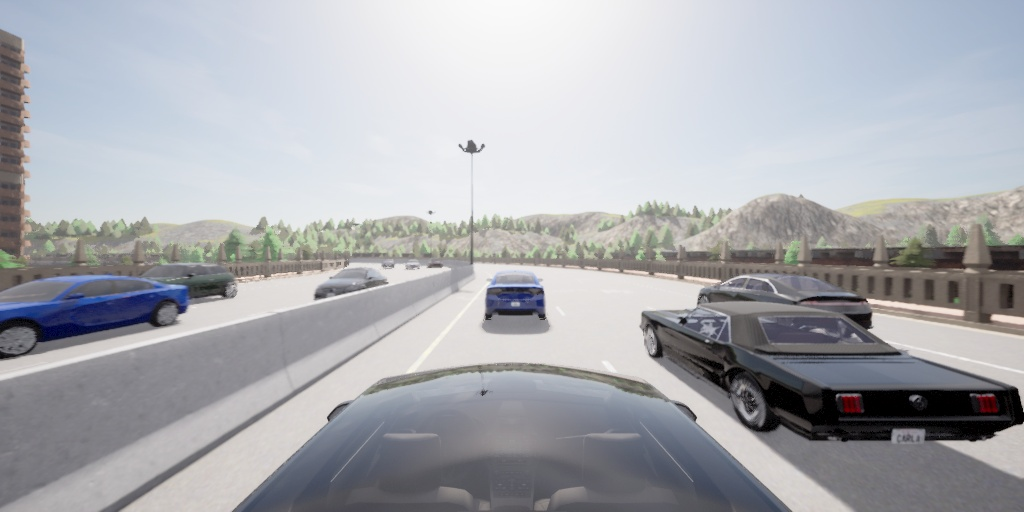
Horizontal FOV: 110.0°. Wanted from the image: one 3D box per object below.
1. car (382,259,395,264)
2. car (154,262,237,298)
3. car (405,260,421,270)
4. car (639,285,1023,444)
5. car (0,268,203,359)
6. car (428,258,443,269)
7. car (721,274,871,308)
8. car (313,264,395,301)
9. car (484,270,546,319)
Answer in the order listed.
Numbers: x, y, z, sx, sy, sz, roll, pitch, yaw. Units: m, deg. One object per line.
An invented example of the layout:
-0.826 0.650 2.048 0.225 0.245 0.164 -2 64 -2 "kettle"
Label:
-19.471 1.205 56.586 2.128 1.511 4.902 0 0 -19 "car"
-14.112 1.093 15.108 2.097 1.767 4.553 0 0 0 "car"
-14.386 1.242 52.231 1.812 1.442 4.674 0 0 -16 "car"
3.599 1.348 5.473 1.895 1.301 4.718 0 0 0 "car"
-10.602 1.223 8.624 1.882 1.535 5.008 0 0 0 "car"
-12.180 1.065 56.931 2.097 1.767 4.553 0 0 -18 "car"
7.099 1.236 10.046 2.128 1.511 4.902 0 0 0 "car"
-7.101 1.266 16.389 1.812 1.442 4.674 0 0 0 "car"
0.101 1.220 12.723 1.882 1.535 5.008 0 0 0 "car"
